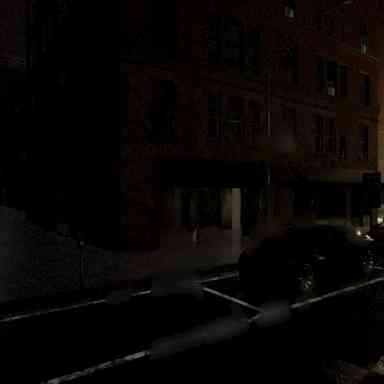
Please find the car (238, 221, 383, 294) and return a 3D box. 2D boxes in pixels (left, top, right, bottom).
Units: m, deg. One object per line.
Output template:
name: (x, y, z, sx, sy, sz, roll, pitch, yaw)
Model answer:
car: (3.175, 1.566, 8.809, 4.313, 1.339, 1.947, 0, 0, -36)
